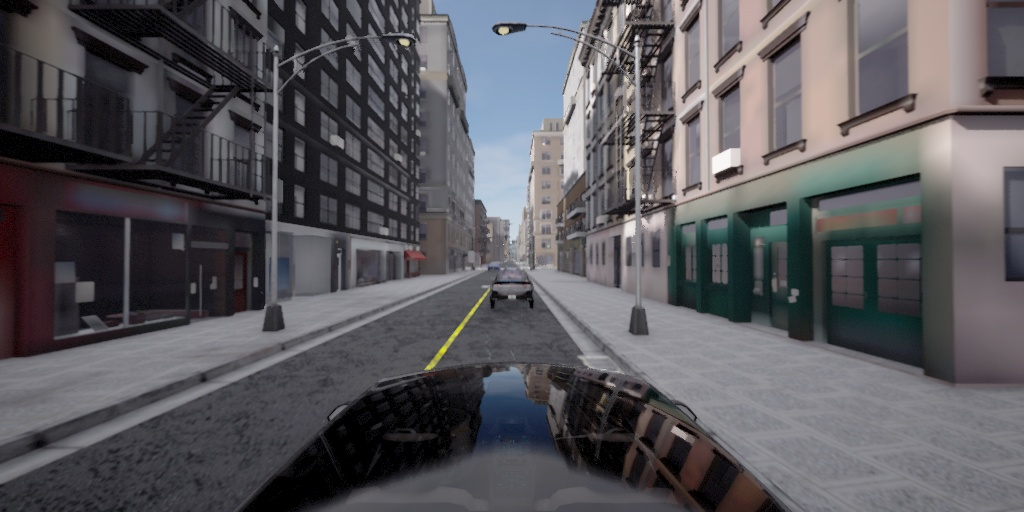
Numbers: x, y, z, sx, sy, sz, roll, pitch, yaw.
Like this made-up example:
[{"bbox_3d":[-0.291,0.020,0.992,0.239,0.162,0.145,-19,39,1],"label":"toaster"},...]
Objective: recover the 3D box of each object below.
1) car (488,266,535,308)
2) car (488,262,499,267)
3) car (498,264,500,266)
[{"bbox_3d":[0.005,1.379,16.139,2.128,1.511,4.902,0,0,0],"label":"car"},{"bbox_3d":[-3.008,1.769,60.159,1.882,1.535,5.008,0,-1,0],"label":"car"},{"bbox_3d":[0.003,1.593,31.144,1.994,1.385,4.181,0,0,0],"label":"car"}]
